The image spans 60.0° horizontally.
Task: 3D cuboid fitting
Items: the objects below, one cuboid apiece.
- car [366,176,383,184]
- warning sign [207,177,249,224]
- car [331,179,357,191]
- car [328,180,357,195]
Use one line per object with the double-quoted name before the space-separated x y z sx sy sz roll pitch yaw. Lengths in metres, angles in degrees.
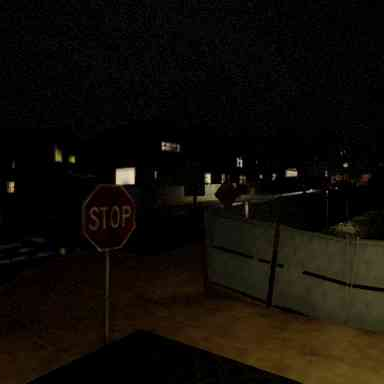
"car" 25.217 -1.361 45.386 1.837 1.490 4.892 0 3 41
"warning sign" 1.505 0.366 13.981 1.300 1.860 1.060 -4 -3 41
"car" 19.858 -0.955 43.366 1.895 1.301 4.718 0 3 41
"car" 15.447 -0.490 34.008 1.994 1.385 4.181 0 3 41
